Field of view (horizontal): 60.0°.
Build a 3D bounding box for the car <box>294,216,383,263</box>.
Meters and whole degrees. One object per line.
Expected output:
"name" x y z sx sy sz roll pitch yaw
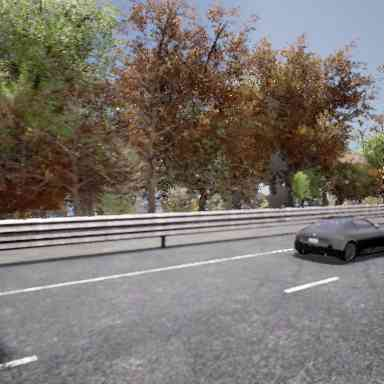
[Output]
"car" 5.671 1.571 12.110 4.181 1.385 1.994 0 0 -34
